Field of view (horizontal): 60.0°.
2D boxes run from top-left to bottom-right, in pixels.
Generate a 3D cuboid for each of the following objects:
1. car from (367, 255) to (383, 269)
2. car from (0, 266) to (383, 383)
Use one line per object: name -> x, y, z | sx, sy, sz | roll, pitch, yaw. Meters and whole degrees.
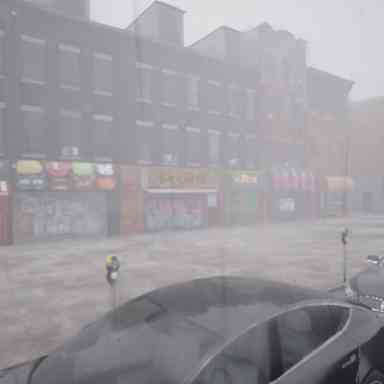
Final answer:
car -> 4.477, 1.514, 5.998 | 4.403, 1.369, 2.008 | 0, 0, -35
car -> 0.036, 1.558, 2.837 | 4.313, 1.339, 1.947 | 0, 0, -35
